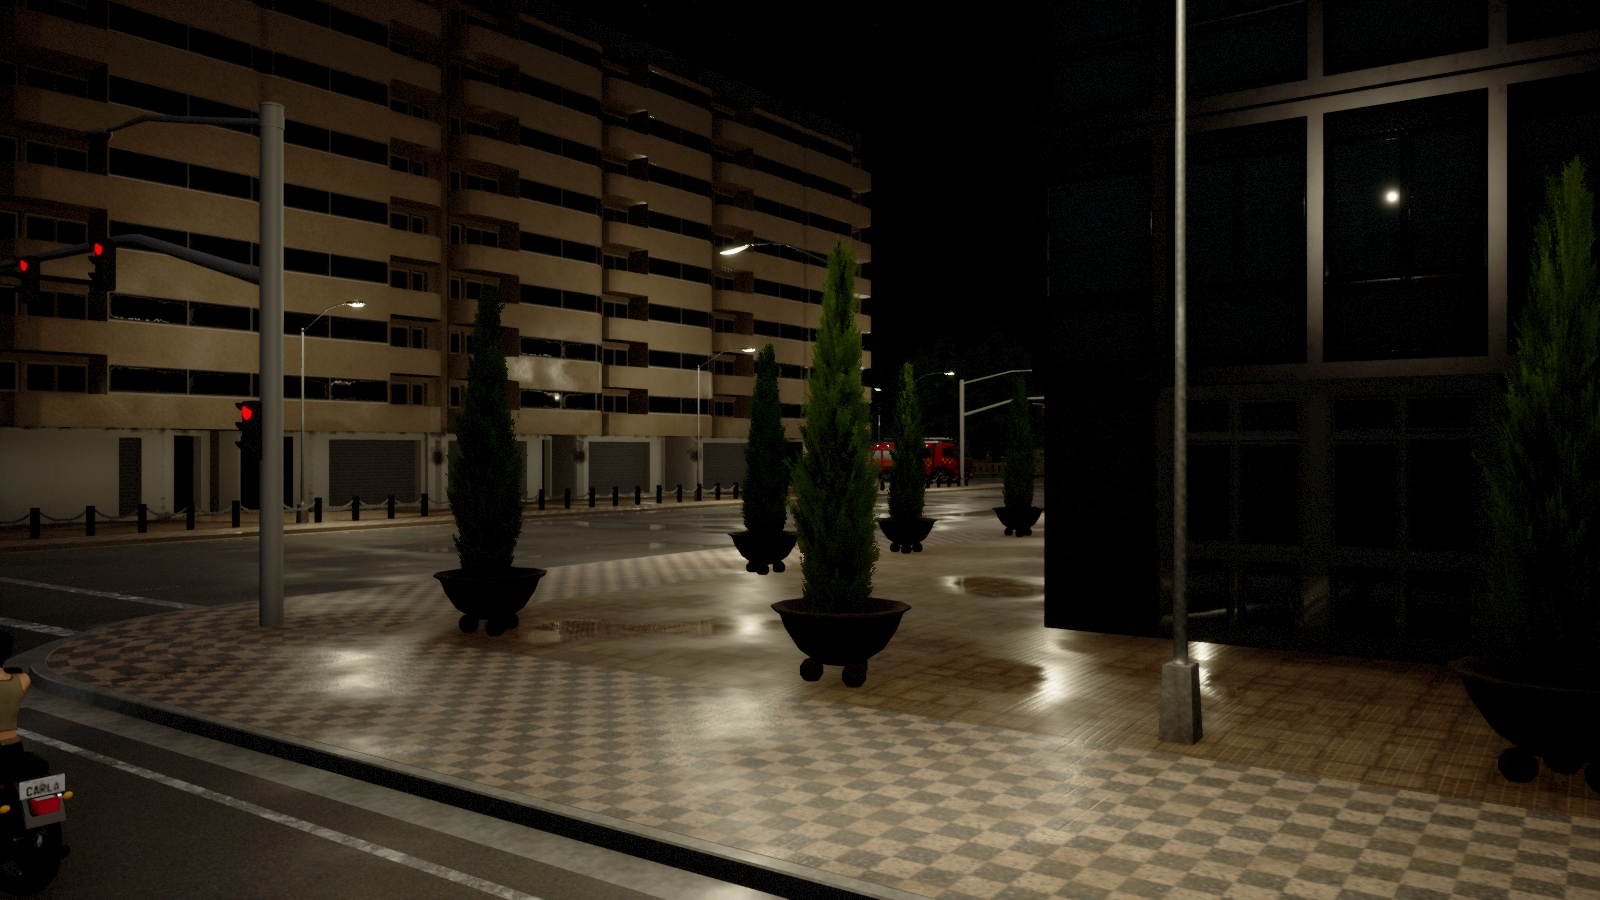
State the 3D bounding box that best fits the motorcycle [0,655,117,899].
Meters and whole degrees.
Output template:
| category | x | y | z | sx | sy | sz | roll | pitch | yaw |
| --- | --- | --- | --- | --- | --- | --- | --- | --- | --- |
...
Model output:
| category | x | y | z | sx | sy | sz | roll | pitch | yaw |
| --- | --- | --- | --- | --- | --- | --- | --- | --- | --- |
| motorcycle | -5.562 | 2.151 | 7.682 | 2.356 | 1.307 | 0.764 | 0 | 0 | 35 |
